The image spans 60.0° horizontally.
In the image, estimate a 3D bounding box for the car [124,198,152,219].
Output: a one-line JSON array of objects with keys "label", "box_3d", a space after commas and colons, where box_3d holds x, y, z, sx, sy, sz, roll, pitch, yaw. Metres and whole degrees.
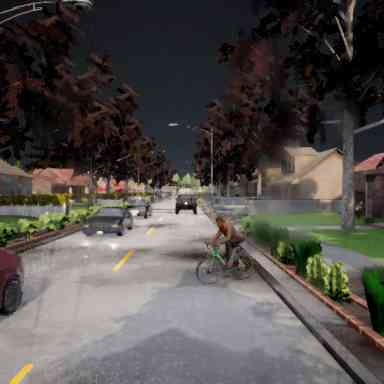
[{"label": "car", "box_3d": [-4.635, 1.489, 29.128, 2.128, 1.511, 4.902, 0, 0, -1]}]

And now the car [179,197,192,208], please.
[{"label": "car", "box_3d": [-0.905, 1.521, 49.034, 1.812, 1.442, 4.674, 0, 0, -1]}]

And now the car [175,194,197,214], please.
[{"label": "car", "box_3d": [-0.623, 1.218, 35.487, 2.150, 2.045, 5.566, 0, 0, -1]}]

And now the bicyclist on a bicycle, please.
[{"label": "bicyclist on a bicycle", "box_3d": [0.830, 1.411, 8.135, 1.656, 1.620, 0.582, -1, 1, -26]}]

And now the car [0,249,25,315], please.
[{"label": "car", "box_3d": [-4.176, 1.525, 4.833, 1.812, 1.442, 4.674, 0, 0, -1]}]

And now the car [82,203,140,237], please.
[{"label": "car", "box_3d": [-4.447, 1.546, 18.473, 2.033, 1.411, 5.357, 0, 0, -1]}]
